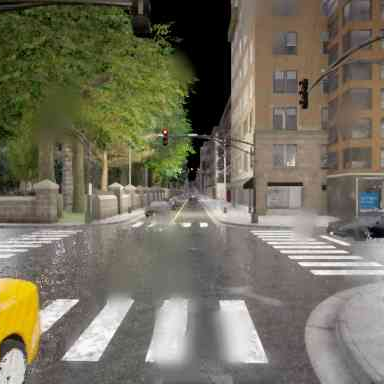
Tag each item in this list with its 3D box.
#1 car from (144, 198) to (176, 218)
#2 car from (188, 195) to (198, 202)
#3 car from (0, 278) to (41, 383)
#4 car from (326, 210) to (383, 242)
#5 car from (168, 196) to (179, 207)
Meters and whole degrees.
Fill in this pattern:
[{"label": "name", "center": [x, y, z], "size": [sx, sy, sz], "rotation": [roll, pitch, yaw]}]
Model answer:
[{"label": "car", "center": [-2.998, 1.526, 30.708], "size": [2.033, 1.411, 5.357], "rotation": [0, 0, 4]}, {"label": "car", "center": [0.210, 1.425, 70.816], "size": [1.812, 1.442, 4.674], "rotation": [0, 0, 0]}, {"label": "car", "center": [-2.881, 1.477, 2.014], "size": [1.882, 1.535, 5.008], "rotation": [0, 0, 4]}, {"label": "car", "center": [9.275, 1.559, 15.675], "size": [5.357, 1.411, 2.033], "rotation": [0, 0, 1]}, {"label": "car", "center": [-2.997, 1.465, 40.780], "size": [1.837, 1.490, 4.892], "rotation": [0, 0, 0]}]
